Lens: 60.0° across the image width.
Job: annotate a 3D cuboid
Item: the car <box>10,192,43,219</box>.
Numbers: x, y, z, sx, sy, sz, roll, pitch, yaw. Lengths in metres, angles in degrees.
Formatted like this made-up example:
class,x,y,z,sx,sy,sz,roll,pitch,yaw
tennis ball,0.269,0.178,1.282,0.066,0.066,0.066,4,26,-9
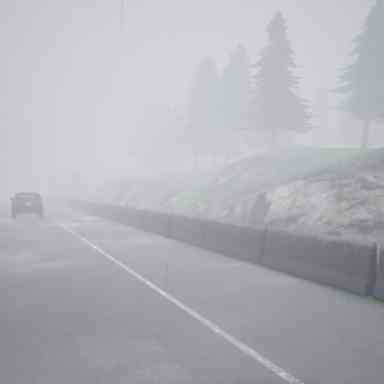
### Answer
class,x,y,z,sx,sy,sz,roll,pitch,yaw
car,-13.486,0.993,27.189,2.150,2.045,5.566,0,1,-29

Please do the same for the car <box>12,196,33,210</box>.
class,x,y,z,sx,sy,sz,roll,pitch,yaw
car,-19.580,1.234,38.255,1.994,1.385,4.181,0,0,-29
